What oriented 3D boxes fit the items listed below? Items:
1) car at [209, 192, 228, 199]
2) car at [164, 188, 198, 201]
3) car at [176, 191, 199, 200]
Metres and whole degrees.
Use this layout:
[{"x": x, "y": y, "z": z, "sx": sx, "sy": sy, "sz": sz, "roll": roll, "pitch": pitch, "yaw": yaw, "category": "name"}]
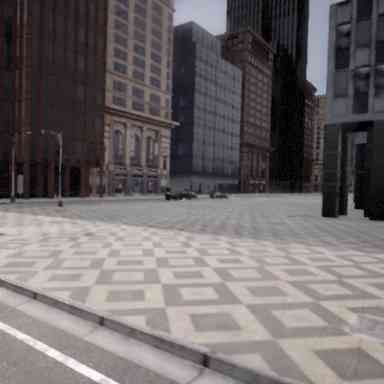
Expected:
[{"x": 5.048, "y": 0.646, "z": 63.101, "sx": 1.812, "sy": 1.442, "sz": 4.674, "roll": 3, "pitch": 2, "yaw": 36, "category": "car"}, {"x": -2.039, "y": 0.385, "z": 53.151, "sx": 2.150, "sy": 2.045, "sz": 5.566, "roll": 3, "pitch": 1, "yaw": 36, "category": "car"}, {"x": -0.788, "y": 0.553, "z": 60.110, "sx": 1.812, "sy": 1.442, "sz": 4.674, "roll": 3, "pitch": 2, "yaw": 36, "category": "car"}]
